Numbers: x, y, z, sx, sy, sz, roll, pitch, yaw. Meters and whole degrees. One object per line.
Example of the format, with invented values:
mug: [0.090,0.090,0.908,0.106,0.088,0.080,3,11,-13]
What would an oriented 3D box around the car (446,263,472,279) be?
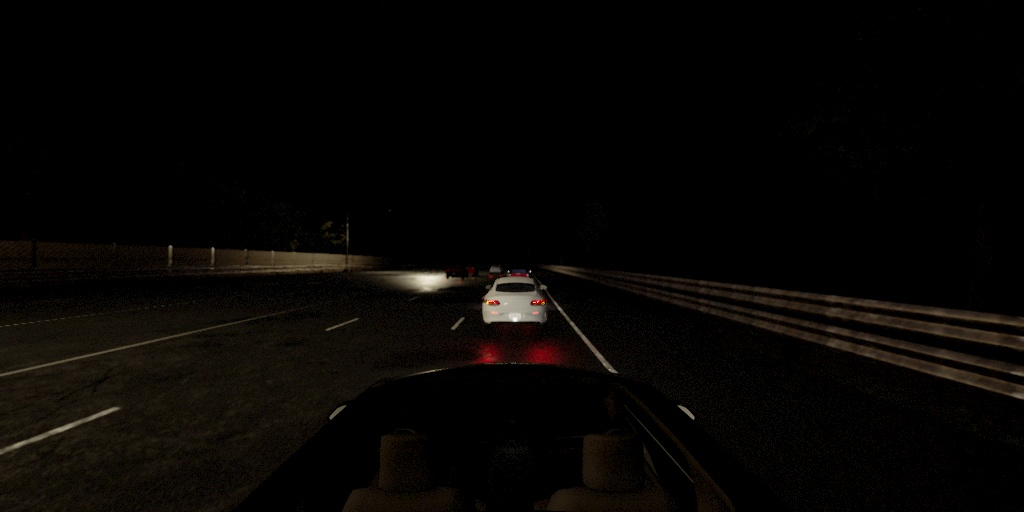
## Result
car: [-5.995,1.713,39.581,1.882,1.535,5.008,0,-1,2]

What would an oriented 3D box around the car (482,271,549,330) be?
car: [0.124,1.359,11.299,1.812,1.442,4.674,0,-1,1]

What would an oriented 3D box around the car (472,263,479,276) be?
car: [-5.782,1.757,48.658,2.097,1.767,4.553,0,-1,1]

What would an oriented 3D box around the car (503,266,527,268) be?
car: [0.573,1.618,28.022,1.994,1.385,4.181,0,-1,2]

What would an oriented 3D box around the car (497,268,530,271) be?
car: [0.336,1.536,20.086,1.895,1.301,4.718,0,-1,2]

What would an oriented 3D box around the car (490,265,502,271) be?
car: [-2.206,2.022,52.332,1.812,1.442,4.674,0,-1,1]
